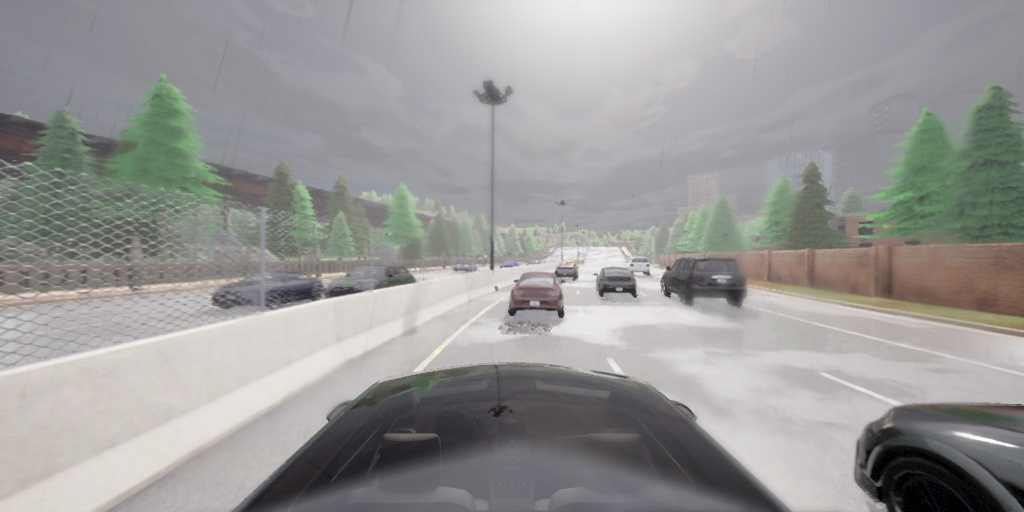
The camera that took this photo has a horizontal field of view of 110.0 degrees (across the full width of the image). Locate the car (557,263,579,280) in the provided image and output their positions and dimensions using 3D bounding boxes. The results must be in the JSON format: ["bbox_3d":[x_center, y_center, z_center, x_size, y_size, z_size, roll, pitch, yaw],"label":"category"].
[{"bbox_3d":[4.992,1.342,32.458,2.128,1.511,4.902,0,0,14],"label":"car"}]

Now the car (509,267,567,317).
[{"bbox_3d":[1.006,1.308,13.400,1.812,1.442,4.674,0,0,7],"label":"car"}]

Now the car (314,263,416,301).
[{"bbox_3d":[-5.938,1.102,15.543,2.097,1.767,4.553,0,0,9],"label":"car"}]

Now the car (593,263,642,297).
[{"bbox_3d":[5.568,1.329,19.461,1.837,1.490,4.892,0,0,11],"label":"car"}]

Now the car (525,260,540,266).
[{"bbox_3d":[3.283,1.386,55.482,2.128,1.511,4.902,0,0,14],"label":"car"}]

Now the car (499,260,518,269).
[{"bbox_3d":[-0.501,1.349,54.767,1.882,1.535,5.008,0,0,14],"label":"car"}]

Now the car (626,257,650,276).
[{"bbox_3d":[14.151,1.141,40.409,2.150,2.045,5.566,0,0,14],"label":"car"}]

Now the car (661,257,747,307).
[{"bbox_3d":[8.467,1.053,16.295,2.150,2.045,5.566,0,0,10],"label":"car"}]

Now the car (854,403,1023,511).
[{"bbox_3d":[3.696,1.333,1.048,1.994,1.385,4.181,0,0,-1],"label":"car"}]

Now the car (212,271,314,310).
[{"bbox_3d":[-9.588,1.292,14.556,1.994,1.385,4.181,0,0,8],"label":"car"}]

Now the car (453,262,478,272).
[{"bbox_3d":[-6.062,1.424,46.925,1.895,1.301,4.718,0,0,14],"label":"car"}]
